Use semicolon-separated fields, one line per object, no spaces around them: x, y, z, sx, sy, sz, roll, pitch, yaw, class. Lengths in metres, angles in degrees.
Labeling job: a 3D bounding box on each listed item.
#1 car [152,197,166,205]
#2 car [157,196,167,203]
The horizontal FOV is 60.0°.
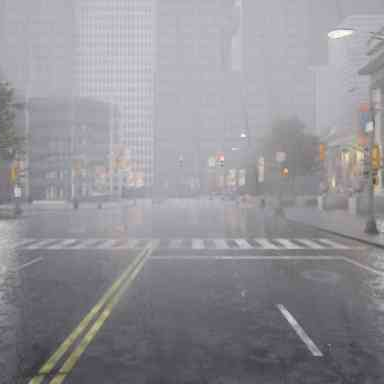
-6.884;1.785;66.366;2.128;1.511;4.902;0;0;0;car
-7.451;1.869;81.658;2.128;1.511;4.902;0;0;-10;car
